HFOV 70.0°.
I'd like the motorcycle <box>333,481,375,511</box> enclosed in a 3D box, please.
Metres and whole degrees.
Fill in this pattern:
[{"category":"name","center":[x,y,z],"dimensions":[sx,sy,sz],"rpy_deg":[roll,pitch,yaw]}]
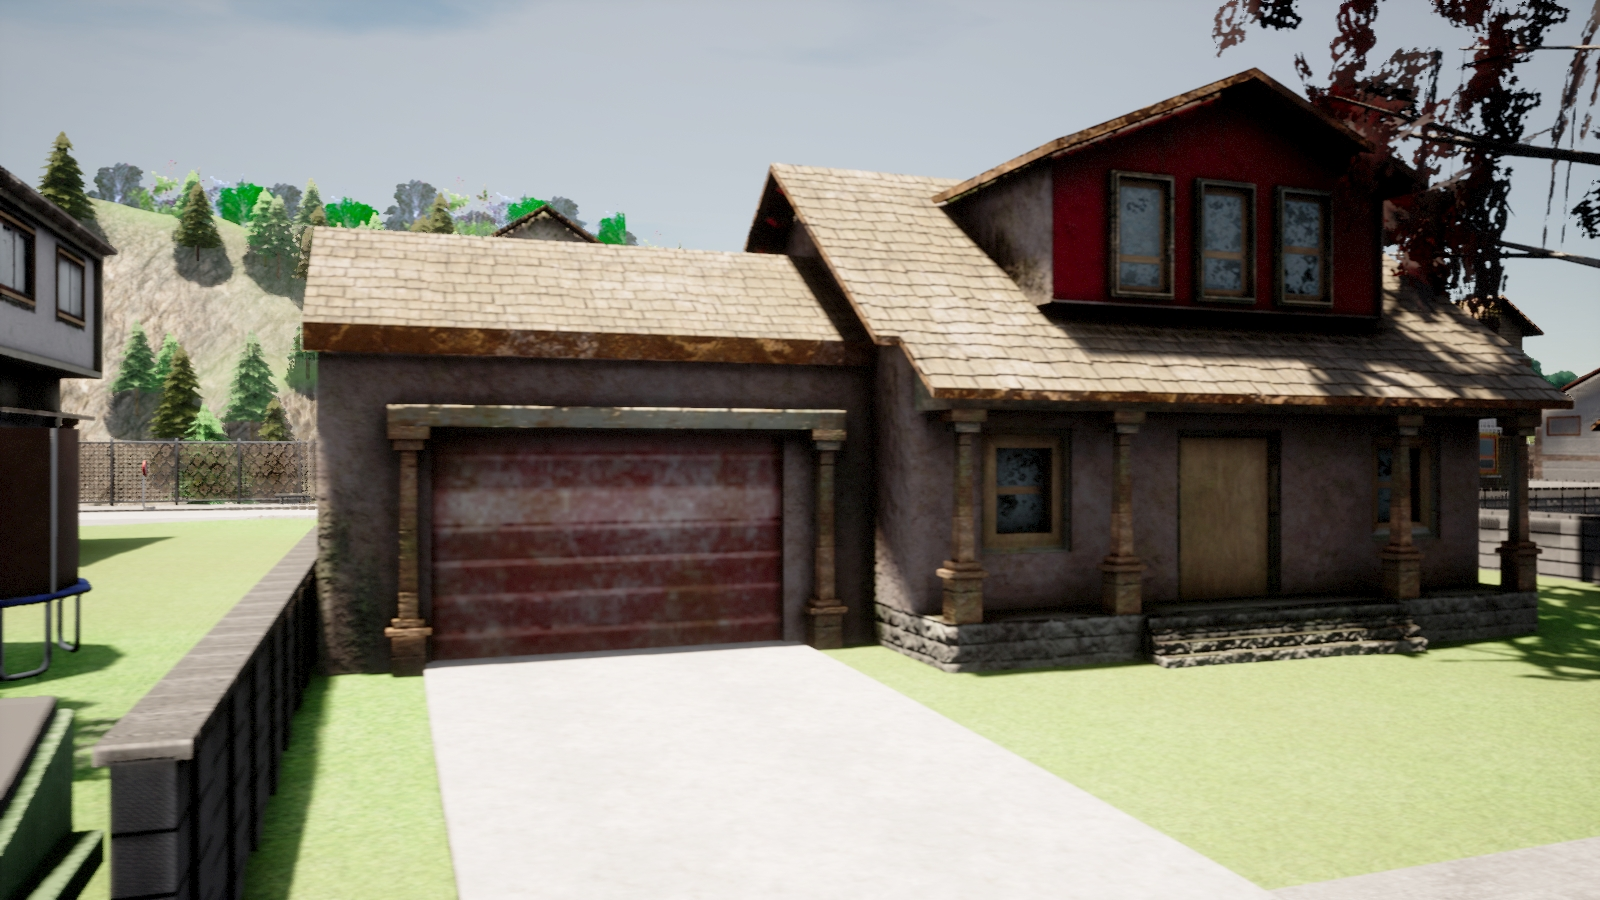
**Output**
[{"category":"motorcycle","center":[-20.773,2.142,53.223],"dimensions":[1.805,1.316,0.856],"rpy_deg":[0,0,-20]}]
